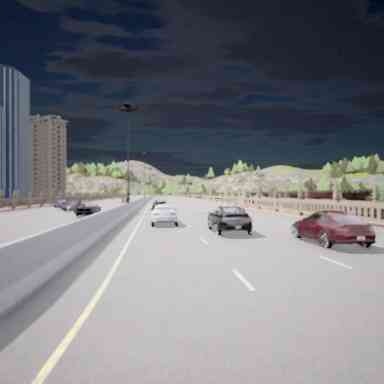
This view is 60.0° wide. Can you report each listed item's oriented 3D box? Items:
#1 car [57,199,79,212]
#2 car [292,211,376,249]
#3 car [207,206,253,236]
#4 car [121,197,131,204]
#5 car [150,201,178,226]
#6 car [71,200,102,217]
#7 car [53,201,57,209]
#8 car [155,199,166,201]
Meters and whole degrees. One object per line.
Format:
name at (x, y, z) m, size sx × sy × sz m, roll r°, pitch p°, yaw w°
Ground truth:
car at (-14.622, 1.700, 41.232) m, size 2.128 × 1.511 × 4.902 m, roll 0°, pitch 0°, yaw -6°
car at (6.015, 1.552, 14.553) m, size 1.812 × 1.442 × 4.674 m, roll 0°, pitch 0°, yaw -6°
car at (2.050, 1.550, 18.961) m, size 2.128 × 1.511 × 4.902 m, roll 0°, pitch 0°, yaw -6°
car at (-14.591, 1.818, 74.011) m, size 1.812 × 1.442 × 4.674 m, roll 0°, pitch 0°, yaw -6°
car at (-2.019, 1.620, 24.143) m, size 1.812 × 1.442 × 4.674 m, roll 0°, pitch 0°, yaw -6°
car at (-10.220, 1.761, 33.043) m, size 1.895 × 1.301 × 4.718 m, roll 0°, pitch 0°, yaw -6°
car at (-18.985, 1.780, 49.147) m, size 1.812 × 1.442 × 4.674 m, roll 0°, pitch 0°, yaw -6°
car at (-3.961, 1.657, 42.018) m, size 2.128 × 1.511 × 4.902 m, roll 0°, pitch 0°, yaw -6°
